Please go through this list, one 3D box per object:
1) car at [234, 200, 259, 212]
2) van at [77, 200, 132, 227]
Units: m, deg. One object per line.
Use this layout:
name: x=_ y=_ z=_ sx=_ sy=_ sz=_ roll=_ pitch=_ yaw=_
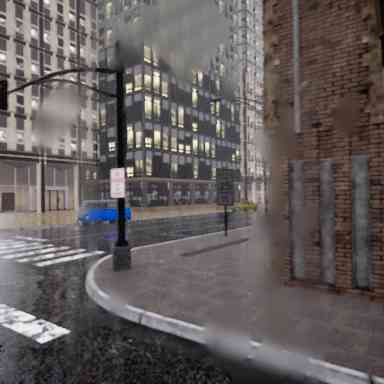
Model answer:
car: x=6.704 y=1.685 z=41.483 sx=1.752 sy=1.417 sz=4.829 roll=-2 pitch=-1 yaw=36
van: x=-6.133 y=1.457 z=23.576 sx=1.690 sy=1.788 sz=3.998 roll=-2 pitch=-1 yaw=36
